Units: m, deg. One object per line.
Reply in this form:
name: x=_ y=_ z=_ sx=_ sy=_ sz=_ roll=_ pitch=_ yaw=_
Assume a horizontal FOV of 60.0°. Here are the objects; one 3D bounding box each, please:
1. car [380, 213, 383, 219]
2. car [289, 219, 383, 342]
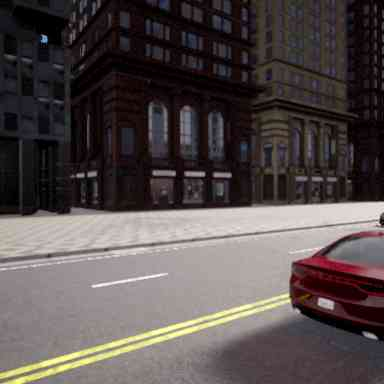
car: x=14.019 y=1.497 z=21.662 sx=4.181 sy=1.385 sz=1.994 roll=0 pitch=0 yaw=-35
car: x=3.958 y=1.459 z=6.262 sx=5.008 sy=1.535 sz=1.882 roll=0 pitch=0 yaw=-35
